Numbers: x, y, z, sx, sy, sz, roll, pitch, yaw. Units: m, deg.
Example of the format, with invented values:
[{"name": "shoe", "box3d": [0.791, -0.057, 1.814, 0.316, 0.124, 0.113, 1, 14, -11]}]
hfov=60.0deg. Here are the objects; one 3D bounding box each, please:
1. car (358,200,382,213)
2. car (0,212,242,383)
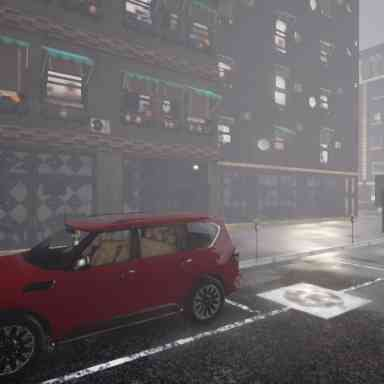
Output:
[{"name": "car", "box3d": [20.139, 1.538, 37.349, 1.887, 1.381, 4.507, 1, 0, -36]}, {"name": "car", "box3d": [-1.383, 1.316, 5.569, 5.009, 1.841, 2.192, 0, 1, -36]}]
